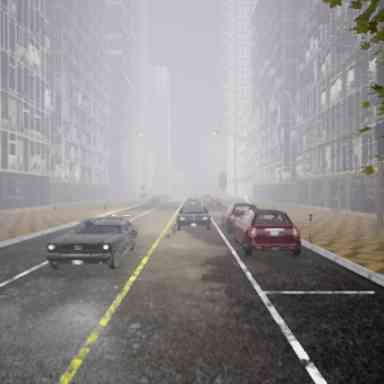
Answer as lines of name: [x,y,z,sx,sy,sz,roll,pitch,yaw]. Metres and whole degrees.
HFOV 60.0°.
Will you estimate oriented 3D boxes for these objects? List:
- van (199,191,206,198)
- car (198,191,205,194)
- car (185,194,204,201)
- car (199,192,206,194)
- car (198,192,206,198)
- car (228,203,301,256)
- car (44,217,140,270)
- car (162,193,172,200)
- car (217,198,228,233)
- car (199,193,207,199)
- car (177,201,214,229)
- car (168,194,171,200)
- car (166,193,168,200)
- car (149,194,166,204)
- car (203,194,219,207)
van: [2.689,0.682,86.778,1.690,1.788,3.998,0,0,0]
car: [2.689,1.051,69.703,1.947,1.339,4.313,0,0,0]
car: [0.099,1.276,41.003,1.994,1.385,4.181,0,0,0]
car: [2.690,1.143,58.319,1.947,1.339,4.313,0,0,0]
car: [2.689,0.731,92.470,1.967,1.590,4.097,0,1,0]
car: [2.691,1.353,12.780,1.967,1.590,4.097,0,0,0]
car: [-3.001,1.526,10.936,1.895,1.301,4.718,0,0,0]
car: [-5.692,1.003,75.403,1.947,1.339,4.313,0,0,0]
car: [2.690,1.314,18.472,1.967,1.590,4.097,0,0,0]
car: [2.689,0.956,81.087,1.947,1.339,4.313,0,0,0]
car: [0.099,1.463,20.199,1.895,1.301,4.718,0,0,0]
car: [-5.691,1.029,69.710,1.887,1.381,4.507,0,0,0]
car: [-5.691,1.159,58.326,1.802,1.307,4.206,0,0,0]
car: [-5.691,1.167,52.633,1.887,1.381,4.507,0,0,0]
car: [2.690,1.256,41.242,1.887,1.381,4.507,0,0,0]
